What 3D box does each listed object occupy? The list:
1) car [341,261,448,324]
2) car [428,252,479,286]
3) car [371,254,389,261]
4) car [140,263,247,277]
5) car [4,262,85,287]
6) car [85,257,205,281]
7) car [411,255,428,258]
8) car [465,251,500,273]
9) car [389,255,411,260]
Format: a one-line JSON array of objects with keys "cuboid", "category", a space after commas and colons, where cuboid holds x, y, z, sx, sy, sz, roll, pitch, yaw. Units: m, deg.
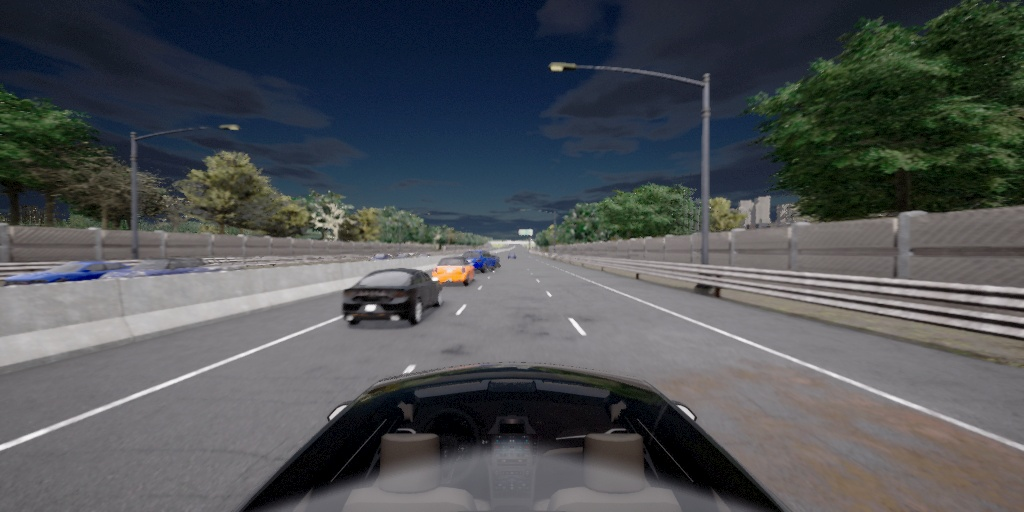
[{"cuboid": [-3.501, 1.102, 11.359, 1.882, 1.535, 5.008, 0, 1, 0], "category": "car"}, {"cuboid": [-3.501, 0.820, 22.326, 2.097, 1.767, 4.553, 0, 1, 0], "category": "car"}, {"cuboid": [-21.019, 0.434, 57.849, 1.812, 1.442, 4.674, 0, 1, 0], "category": "car"}, {"cuboid": [-14.094, 1.146, 16.972, 1.895, 1.301, 4.718, 0, 1, 0], "category": "car"}, {"cuboid": [-21.090, 1.012, 17.671, 1.882, 1.535, 5.008, 0, 0, 0], "category": "car"}, {"cuboid": [-17.589, 0.881, 18.035, 2.097, 1.767, 4.553, 0, 1, 0], "category": "car"}, {"cuboid": [-14.021, 0.470, 57.506, 2.033, 1.411, 5.357, 0, 1, 1], "category": "car"}, {"cuboid": [-2.981, 0.505, 34.303, 2.150, 2.045, 5.566, 0, 1, 16], "category": "car"}, {"cuboid": [-17.515, 0.465, 57.804, 2.033, 1.411, 5.357, 0, 1, 0], "category": "car"}]
